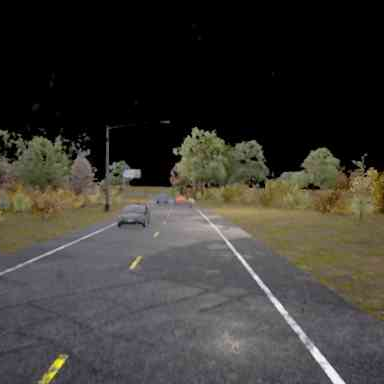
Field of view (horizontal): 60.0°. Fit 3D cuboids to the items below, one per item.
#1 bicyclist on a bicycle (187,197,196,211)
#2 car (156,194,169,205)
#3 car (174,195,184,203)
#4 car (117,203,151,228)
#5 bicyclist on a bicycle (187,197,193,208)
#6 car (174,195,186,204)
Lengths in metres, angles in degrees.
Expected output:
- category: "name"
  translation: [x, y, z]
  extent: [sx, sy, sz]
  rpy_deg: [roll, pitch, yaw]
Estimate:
- category: "bicyclist on a bicycle"
  translation: [0.074, 1.533, 40.255]
  extent: [0.866, 1.612, 1.509]
  rpy_deg: [0, 0, -2]
- category: "car"
  translation: [-5.622, 1.368, 63.471]
  extent: [2.150, 2.045, 5.566]
  rpy_deg: [0, 0, -3]
- category: "car"
  translation: [-3.125, 1.512, 77.705]
  extent: [2.097, 1.767, 4.553]
  rpy_deg: [0, 0, -5]
- category: "car"
  translation: [-3.903, 1.567, 22.992]
  extent: [1.837, 1.490, 4.892]
  rpy_deg: [0, 0, -1]
- category: "bicyclist on a bicycle"
  translation: [-0.319, 1.553, 49.676]
  extent: [0.866, 1.612, 1.509]
  rpy_deg: [0, 0, -3]
- category: "car"
  translation: [-2.234, 1.497, 65.640]
  extent: [2.097, 1.767, 4.553]
  rpy_deg: [0, 0, -4]
